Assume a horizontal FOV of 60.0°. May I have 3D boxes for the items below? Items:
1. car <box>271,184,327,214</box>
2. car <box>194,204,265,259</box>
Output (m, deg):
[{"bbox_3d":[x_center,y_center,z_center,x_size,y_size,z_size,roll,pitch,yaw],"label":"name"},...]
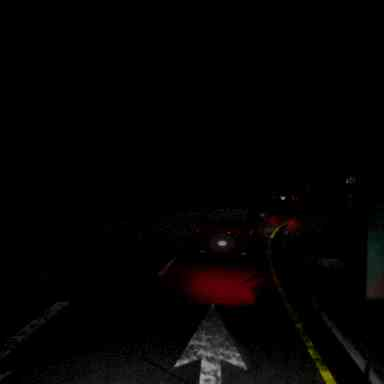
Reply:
[{"bbox_3d":[7.894,0.420,24.262,2.150,2.045,5.566,3,3,42],"label":"car"},{"bbox_3d":[1.441,1.162,11.522,1.882,1.535,5.008,1,2,14],"label":"car"}]
